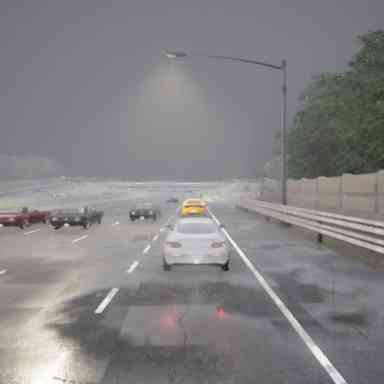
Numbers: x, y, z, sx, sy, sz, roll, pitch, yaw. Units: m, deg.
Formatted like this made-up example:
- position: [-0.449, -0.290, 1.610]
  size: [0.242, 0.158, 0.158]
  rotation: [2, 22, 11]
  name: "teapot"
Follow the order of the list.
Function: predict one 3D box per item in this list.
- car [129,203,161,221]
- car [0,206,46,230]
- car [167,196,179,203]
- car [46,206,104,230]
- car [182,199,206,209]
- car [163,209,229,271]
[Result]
- position: [-3.442, 1.483, 25.365]
  size: [1.895, 1.301, 4.718]
  rotation: [0, 0, 0]
  name: "car"
- position: [-10.362, 1.511, 20.285]
  size: [1.895, 1.301, 4.718]
  rotation: [0, 0, 0]
  name: "car"
- position: [-3.244, 1.300, 57.844]
  size: [1.895, 1.301, 4.718]
  rotation: [0, 0, 0]
  name: "car"
- position: [-6.862, 1.510, 20.439]
  size: [1.895, 1.301, 4.718]
  rotation: [0, 0, 0]
  name: "car"
- position: [0.179, 1.340, 28.754]
  size: [1.882, 1.535, 5.008]
  rotation: [0, 0, 0]
  name: "car"
- position: [0.125, 1.491, 10.723]
  size: [1.812, 1.442, 4.674]
  rotation: [0, 0, 0]
  name: "car"
